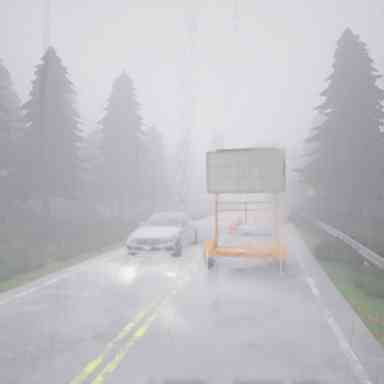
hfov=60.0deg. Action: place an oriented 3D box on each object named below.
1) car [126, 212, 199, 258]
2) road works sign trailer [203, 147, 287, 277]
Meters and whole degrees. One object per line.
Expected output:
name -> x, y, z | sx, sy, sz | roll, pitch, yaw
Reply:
car -> -0.960, 1.538, 13.095 | 1.812, 1.442, 4.674 | -1, 0, 13
road works sign trailer -> 1.683, 0.439, 10.347 | 2.380, 3.560, 2.880 | -1, 0, 14
